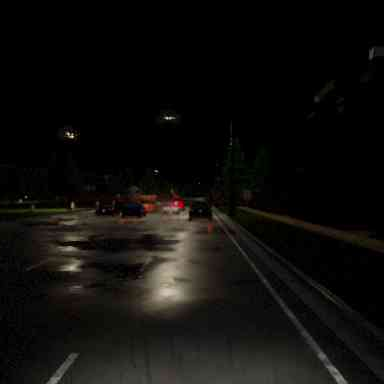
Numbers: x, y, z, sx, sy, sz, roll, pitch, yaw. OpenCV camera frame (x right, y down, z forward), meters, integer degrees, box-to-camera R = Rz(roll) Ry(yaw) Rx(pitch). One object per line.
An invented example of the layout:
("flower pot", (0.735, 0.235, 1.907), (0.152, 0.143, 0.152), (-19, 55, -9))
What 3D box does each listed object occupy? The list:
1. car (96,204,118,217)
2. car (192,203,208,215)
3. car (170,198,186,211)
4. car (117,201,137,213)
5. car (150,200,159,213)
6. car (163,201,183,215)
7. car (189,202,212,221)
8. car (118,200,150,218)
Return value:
("car", (-9.542, 2.042, 38.151), (1.994, 1.385, 4.181), (0, -1, 1))
("car", (1.060, 2.153, 42.659), (1.895, 1.301, 4.718), (0, -1, 1))
("car", (-2.243, 1.877, 51.157), (2.150, 2.045, 5.566), (0, -1, 1))
("car", (-9.310, 2.132, 48.069), (1.812, 1.442, 4.674), (0, -1, 1))
("car", (-5.907, 1.936, 45.987), (2.097, 1.767, 4.553), (0, -1, 2))
("car", (-2.471, 2.128, 41.119), (1.895, 1.301, 4.718), (0, -1, 1))
("car", (0.805, 1.758, 31.420), (2.097, 1.767, 4.553), (0, -1, 1))
("car", (-6.123, 1.927, 35.554), (1.882, 1.535, 5.008), (0, -1, 2))
